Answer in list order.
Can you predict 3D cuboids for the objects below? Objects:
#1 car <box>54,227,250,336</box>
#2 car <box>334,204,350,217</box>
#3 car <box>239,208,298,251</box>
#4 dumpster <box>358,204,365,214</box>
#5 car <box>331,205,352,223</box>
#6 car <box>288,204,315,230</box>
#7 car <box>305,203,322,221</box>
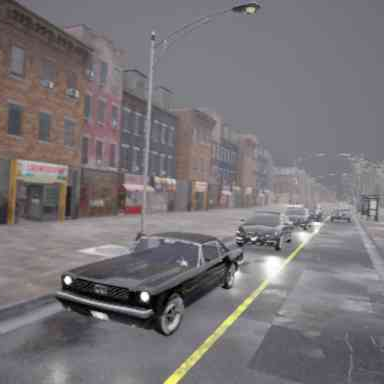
[{"bbox_3d":[-0.437,1.566,6.931,1.895,1.301,4.718,3,0,25],"label":"car"},{"bbox_3d":[20.837,2.528,46.151,1.882,1.535,5.008,3,0,25],"label":"car"},{"bbox_3d":[3.473,1.665,15.388,1.837,1.490,4.892,3,0,25],"label":"car"},{"bbox_3d":[29.609,2.912,58.083,1.020,1.700,1.940,3,0,25],"label":"dumpster"},{"bbox_3d":[15.372,2.315,34.268,2.033,1.411,5.357,3,0,25],"label":"car"},{"bbox_3d":[7.714,1.877,24.568,1.837,1.490,4.892,3,0,25],"label":"car"},{"bbox_3d":[12.063,1.944,33.889,2.097,1.767,4.553,3,0,25],"label":"car"}]
